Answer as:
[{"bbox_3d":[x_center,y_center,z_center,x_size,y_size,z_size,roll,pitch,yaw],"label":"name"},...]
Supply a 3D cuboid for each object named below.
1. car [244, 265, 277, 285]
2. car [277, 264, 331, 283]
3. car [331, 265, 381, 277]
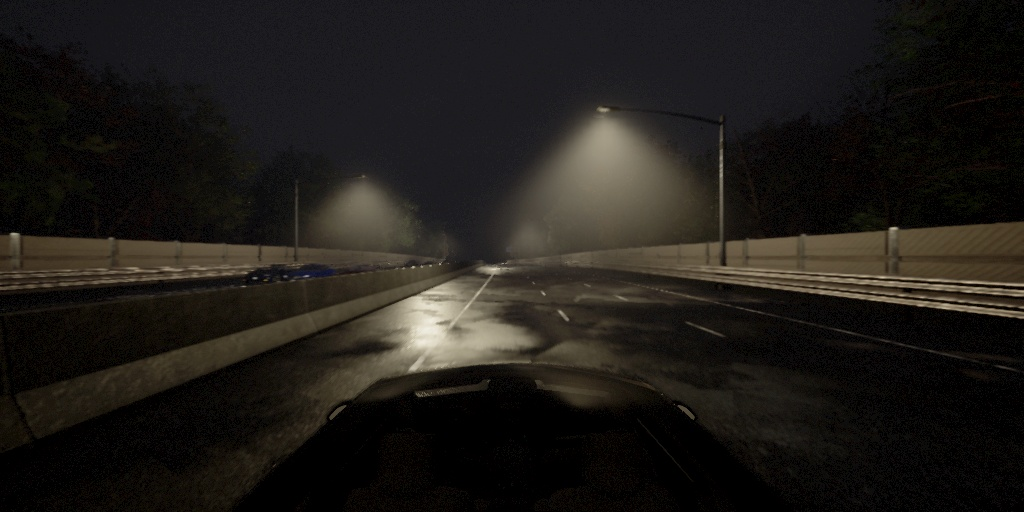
[{"bbox_3d":[-17.729,1.350,26.701,1.994,1.385,4.181,0,0,0],"label":"car"},{"bbox_3d":[-14.221,1.306,25.593,1.812,1.442,4.674,0,0,0],"label":"car"},{"bbox_3d":[-10.721,1.340,25.594,1.994,1.385,4.181,0,0,0],"label":"car"}]
